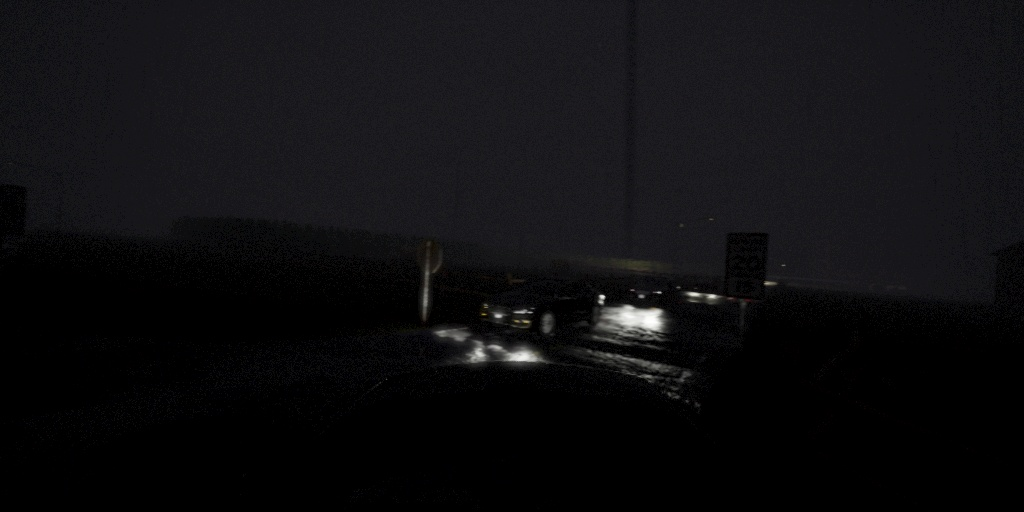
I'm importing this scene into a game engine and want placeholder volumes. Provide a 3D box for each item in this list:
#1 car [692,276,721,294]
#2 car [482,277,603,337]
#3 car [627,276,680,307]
[{"bbox_3d":[18.821,2.713,34.618,1.882,1.535,5.008,3,-1,37],"label":"car"},{"bbox_3d":[1.171,1.398,11.065,1.837,1.490,4.892,3,-1,39],"label":"car"},{"bbox_3d":[8.080,1.910,20.230,2.128,1.511,4.902,3,-1,37],"label":"car"}]
